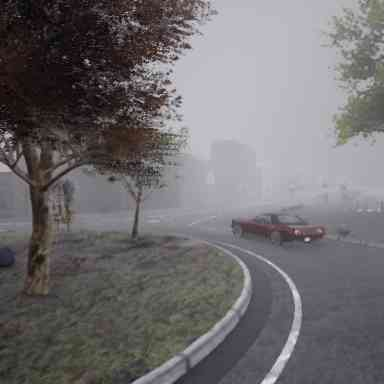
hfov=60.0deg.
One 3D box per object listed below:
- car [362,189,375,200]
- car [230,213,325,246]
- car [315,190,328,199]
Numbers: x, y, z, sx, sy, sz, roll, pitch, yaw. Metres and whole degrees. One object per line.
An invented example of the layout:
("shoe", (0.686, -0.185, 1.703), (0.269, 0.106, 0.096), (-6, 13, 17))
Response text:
("car", (38.446, 0.797, 71.999), (1.882, 1.535, 5.008), (0, 1, 29))
("car", (3.741, 1.626, 15.561), (1.895, 1.301, 4.718), (1, 0, -26))
("car", (30.928, 0.818, 80.105), (1.812, 1.442, 4.674), (0, 1, 29))
